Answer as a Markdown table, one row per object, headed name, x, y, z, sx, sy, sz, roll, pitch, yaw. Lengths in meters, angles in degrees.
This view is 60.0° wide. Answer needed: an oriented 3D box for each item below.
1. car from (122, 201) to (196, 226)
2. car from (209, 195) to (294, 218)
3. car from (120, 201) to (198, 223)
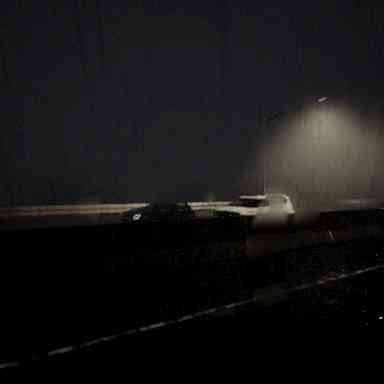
| name | x | y | z | sx | sy | sz | roll | pitch | yaw |
| --- | --- | --- | --- | --- | --- | --- | --- | --- | --- |
| car | -2.292 | 1.469 | 23.780 | 5.008 | 1.535 | 1.882 | 0 | 0 | -35 |
| car | 3.611 | 1.214 | 19.356 | 5.566 | 2.045 | 2.150 | 0 | 0 | -35 |
| car | -1.915 | 1.345 | 19.765 | 4.553 | 1.767 | 2.097 | 0 | 0 | -35 |
